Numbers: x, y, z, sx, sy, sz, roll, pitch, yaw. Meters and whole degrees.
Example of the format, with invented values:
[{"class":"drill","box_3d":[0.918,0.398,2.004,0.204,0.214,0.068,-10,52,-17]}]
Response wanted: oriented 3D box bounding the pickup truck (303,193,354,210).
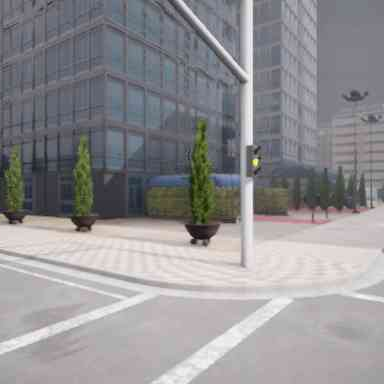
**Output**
[{"class":"pickup truck","box_3d":[16.227,1.058,39.130,6.274,2.098,2.390,0,0,-24]}]
